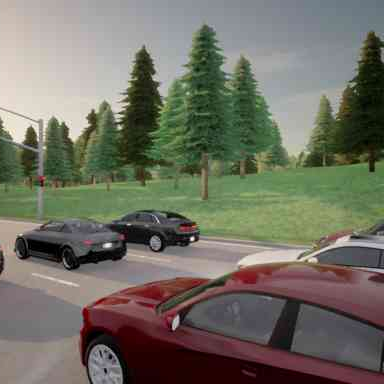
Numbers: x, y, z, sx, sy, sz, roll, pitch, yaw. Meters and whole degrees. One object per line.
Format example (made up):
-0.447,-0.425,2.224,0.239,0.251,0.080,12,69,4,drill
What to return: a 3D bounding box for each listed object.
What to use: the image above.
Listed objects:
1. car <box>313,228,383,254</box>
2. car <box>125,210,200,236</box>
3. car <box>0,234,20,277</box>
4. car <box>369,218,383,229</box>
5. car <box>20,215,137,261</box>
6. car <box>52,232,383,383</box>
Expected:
3.047,1.526,6.114,4.674,1.442,1.812,0,0,35,car
-1.951,1.505,13.865,4.892,1.490,1.837,0,0,36,car
-6.595,1.526,8.590,4.674,1.442,1.812,0,0,36,car
5.524,1.352,8.647,4.553,1.767,2.097,0,0,36,car
-4.129,1.564,11.118,4.181,1.385,1.994,0,0,36,car
0.922,1.478,3.332,5.008,1.535,1.882,0,0,36,car
